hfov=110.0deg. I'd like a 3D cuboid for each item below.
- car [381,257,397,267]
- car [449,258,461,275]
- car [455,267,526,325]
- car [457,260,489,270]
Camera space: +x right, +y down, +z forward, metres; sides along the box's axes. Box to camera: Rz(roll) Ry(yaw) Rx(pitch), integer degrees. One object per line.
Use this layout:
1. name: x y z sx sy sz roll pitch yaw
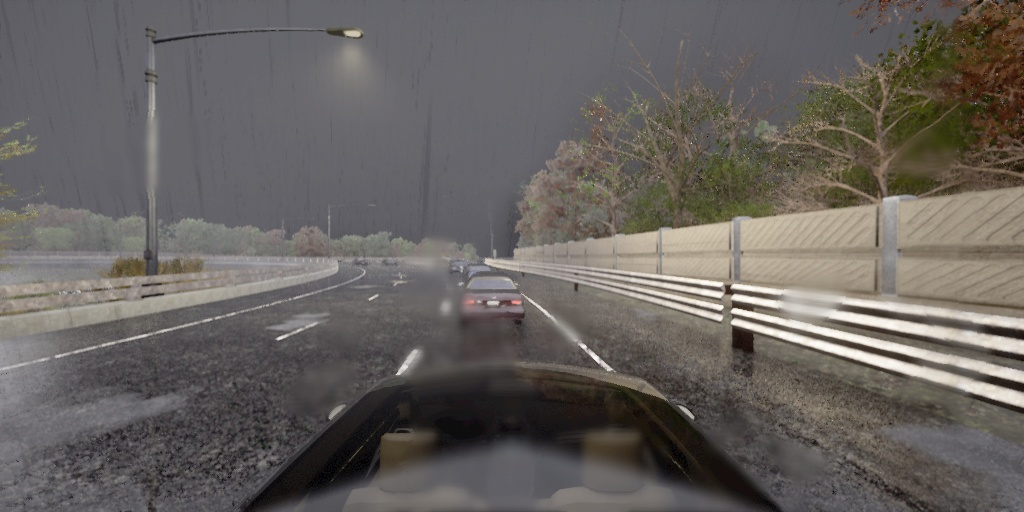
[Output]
1. car: -20.182 0.961 58.803 2.128 1.511 4.902 0 0 -31
2. car: -5.266 1.129 35.803 2.033 1.411 5.357 0 0 -12
3. car: -0.699 1.248 11.660 2.033 1.411 5.357 0 0 -5
4. car: -2.148 1.195 22.396 2.033 1.411 5.357 0 0 -11
